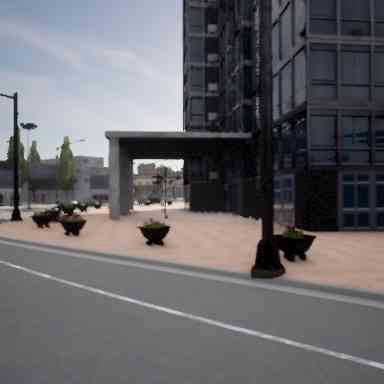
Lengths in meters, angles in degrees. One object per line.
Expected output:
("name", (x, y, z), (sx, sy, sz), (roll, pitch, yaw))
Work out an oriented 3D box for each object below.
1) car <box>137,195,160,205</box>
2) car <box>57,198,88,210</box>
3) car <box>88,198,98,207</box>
("car", (-8.992, 1.572, 69.061), (2.150, 2.045, 5.566), (-1, 0, 34))
("car", (-17.412, 1.914, 48.111), (1.895, 1.301, 4.718), (0, 0, 11))
("car", (-18.176, 1.845, 56.205), (2.128, 1.511, 4.902), (0, 0, 39))
